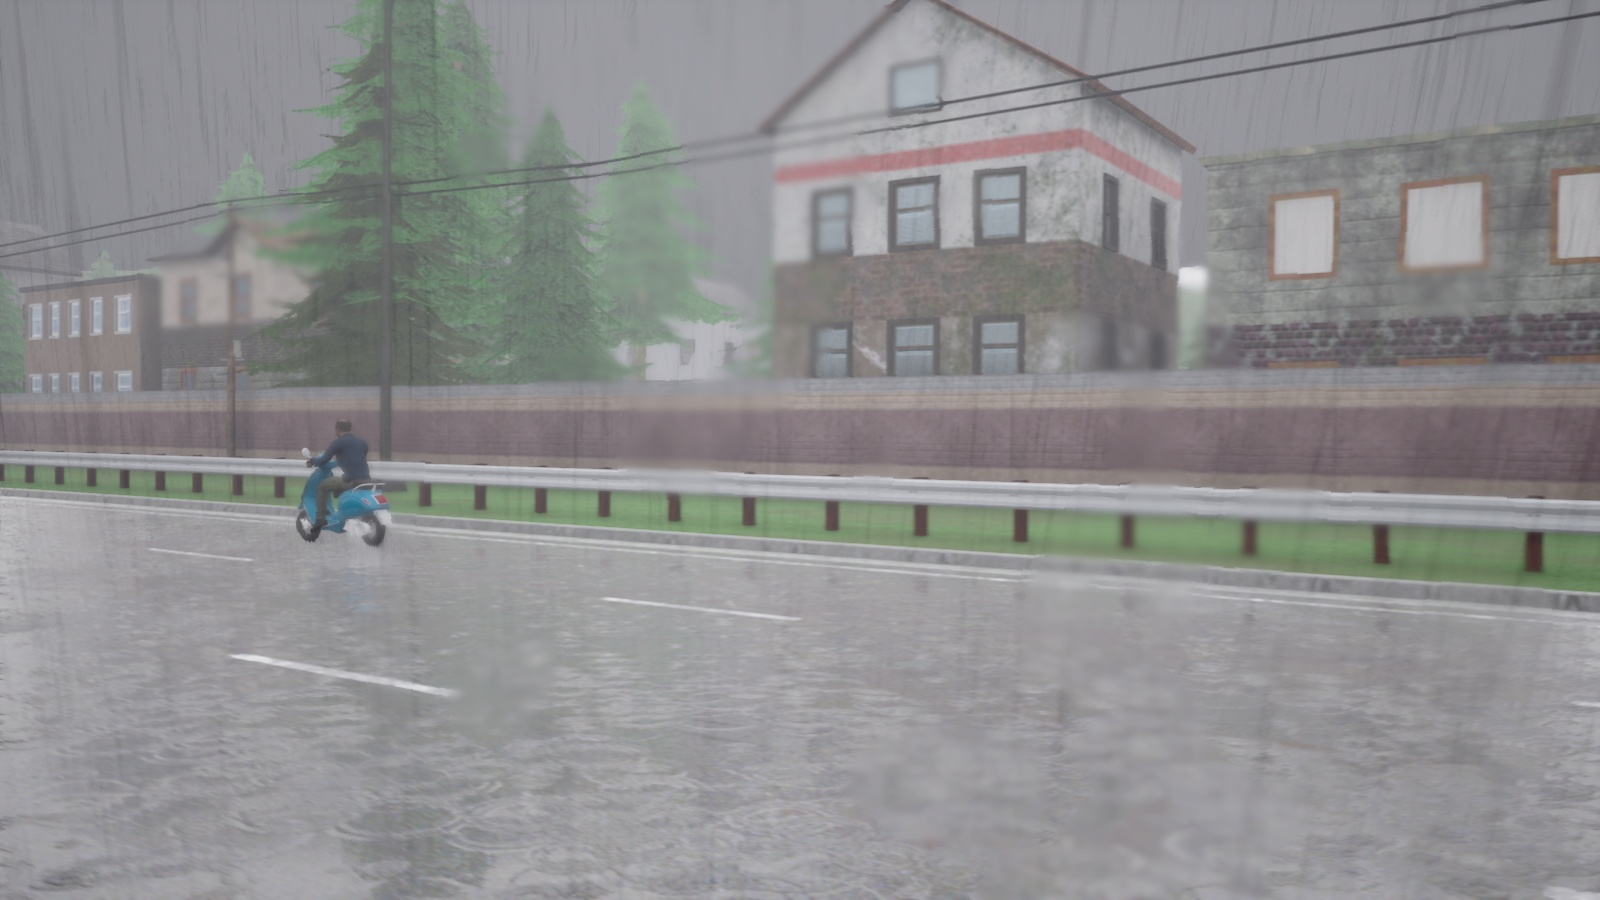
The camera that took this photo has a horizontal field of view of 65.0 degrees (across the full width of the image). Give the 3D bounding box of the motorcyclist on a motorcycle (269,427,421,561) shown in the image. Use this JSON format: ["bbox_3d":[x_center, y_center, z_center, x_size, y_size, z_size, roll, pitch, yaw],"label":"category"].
[{"bbox_3d":[-5.748,0.521,15.845,1.817,1.590,0.866,0,1,34],"label":"motorcyclist on a motorcycle"}]
